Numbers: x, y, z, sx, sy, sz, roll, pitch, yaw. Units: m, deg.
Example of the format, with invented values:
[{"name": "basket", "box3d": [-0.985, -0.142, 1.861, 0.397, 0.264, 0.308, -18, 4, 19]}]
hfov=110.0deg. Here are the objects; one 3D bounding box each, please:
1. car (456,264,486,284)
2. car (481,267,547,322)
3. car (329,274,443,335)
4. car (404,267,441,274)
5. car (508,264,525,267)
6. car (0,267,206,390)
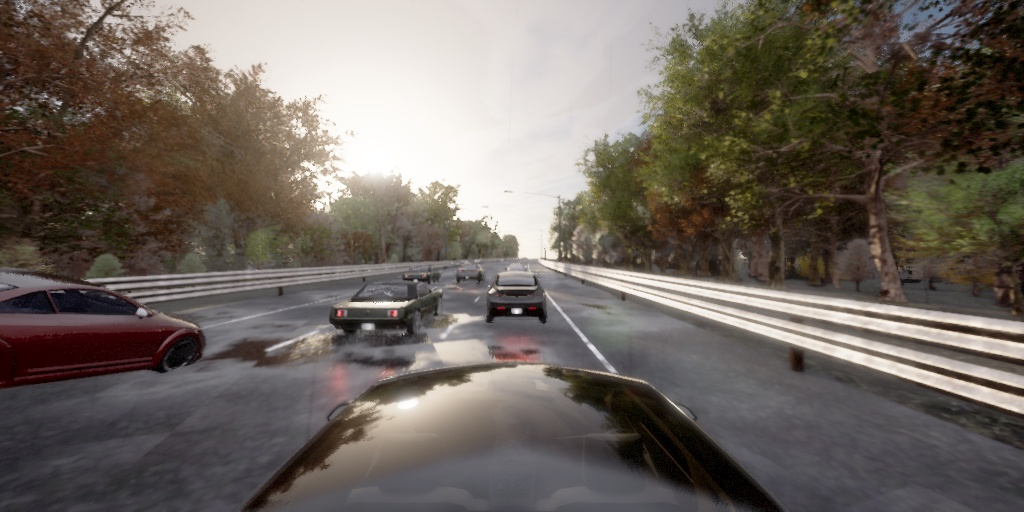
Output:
[{"name": "car", "box3d": [-3.152, 1.341, 27.983, 2.128, 1.511, 4.902, 0, 0, 1]}, {"name": "car", "box3d": [0.153, 1.298, 12.453, 1.837, 1.490, 4.892, 0, 0, 0]}, {"name": "car", "box3d": [-3.355, 1.386, 10.658, 1.895, 1.301, 4.718, 0, 0, 0]}, {"name": "car", "box3d": [-6.672, 1.447, 27.177, 1.895, 1.301, 4.718, 0, 0, 1]}, {"name": "car", "box3d": [0.367, 1.378, 29.018, 1.812, 1.442, 4.674, 0, 0, 1]}, {"name": "car", "box3d": [-6.726, 0.979, 5.224, 1.994, 1.385, 4.181, 14, -10, 2]}]
